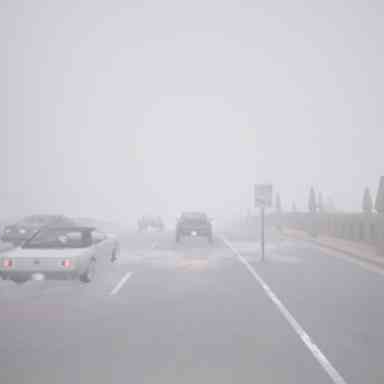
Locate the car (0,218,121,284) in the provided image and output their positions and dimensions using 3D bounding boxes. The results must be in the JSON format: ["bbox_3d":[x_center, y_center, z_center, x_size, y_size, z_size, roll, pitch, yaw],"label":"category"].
[{"bbox_3d":[-3.399,1.634,9.593,1.895,1.301,4.718,0,-1,0],"label":"car"}]

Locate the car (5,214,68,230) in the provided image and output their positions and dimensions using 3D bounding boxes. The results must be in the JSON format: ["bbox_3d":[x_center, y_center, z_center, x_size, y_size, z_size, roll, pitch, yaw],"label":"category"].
[{"bbox_3d":[-6.901,1.763,16.032,2.033,1.411,5.357,0,-2,0],"label":"car"}]

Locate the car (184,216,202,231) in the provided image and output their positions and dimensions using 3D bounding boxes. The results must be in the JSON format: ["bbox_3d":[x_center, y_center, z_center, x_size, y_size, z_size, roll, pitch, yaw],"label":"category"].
[{"bbox_3d":[0.098,3.650,38.053,1.837,1.490,4.892,0,-7,0],"label":"car"}]

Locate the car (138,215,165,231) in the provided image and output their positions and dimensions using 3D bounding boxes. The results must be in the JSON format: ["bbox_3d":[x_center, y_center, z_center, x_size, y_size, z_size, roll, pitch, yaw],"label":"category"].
[{"bbox_3d":[-3.400,2.686,28.725,1.895,1.301,4.718,0,-5,0],"label":"car"}]

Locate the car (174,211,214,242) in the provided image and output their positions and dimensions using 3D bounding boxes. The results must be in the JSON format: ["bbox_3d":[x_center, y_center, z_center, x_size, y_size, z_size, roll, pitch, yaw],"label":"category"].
[{"bbox_3d":[0.098,1.808,18.003,1.837,1.490,4.892,0,-3,0],"label":"car"}]
